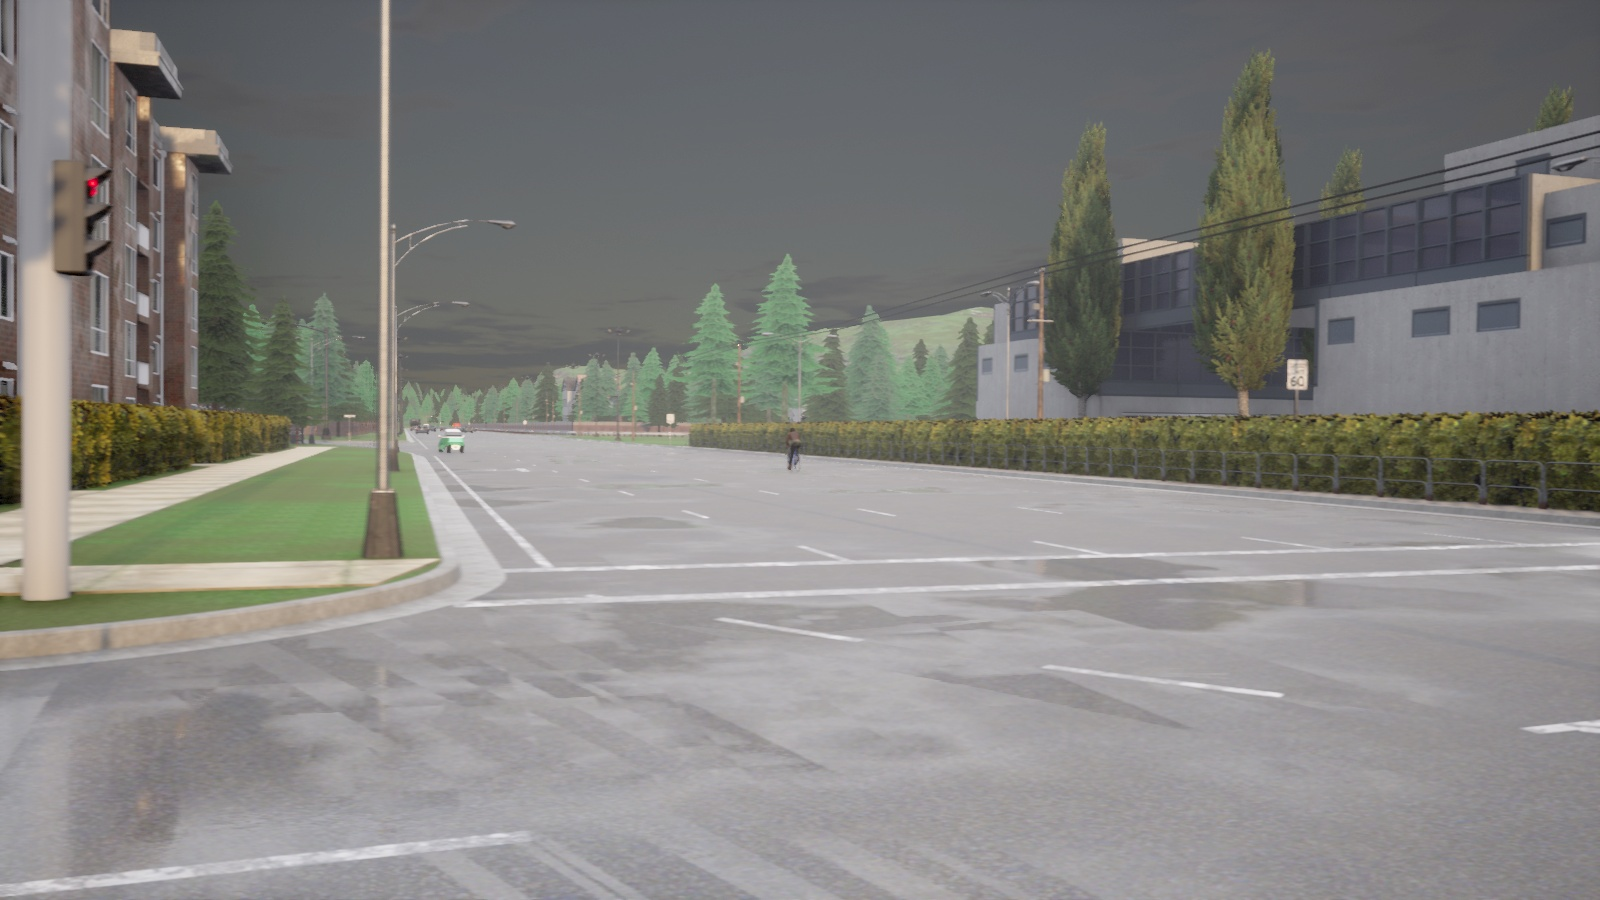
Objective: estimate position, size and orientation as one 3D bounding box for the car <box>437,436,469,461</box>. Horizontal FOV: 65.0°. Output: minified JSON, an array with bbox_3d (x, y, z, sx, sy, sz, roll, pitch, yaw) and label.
[{"bbox_3d":[-19.861,-0.098,71.874,1.481,1.376,2.207,-1,1,-24],"label":"car"}]
